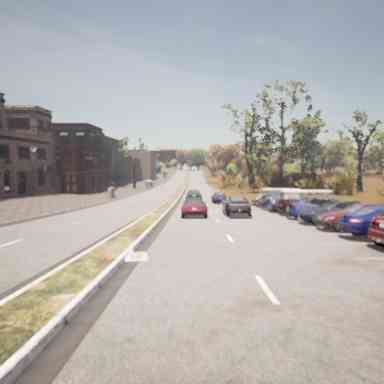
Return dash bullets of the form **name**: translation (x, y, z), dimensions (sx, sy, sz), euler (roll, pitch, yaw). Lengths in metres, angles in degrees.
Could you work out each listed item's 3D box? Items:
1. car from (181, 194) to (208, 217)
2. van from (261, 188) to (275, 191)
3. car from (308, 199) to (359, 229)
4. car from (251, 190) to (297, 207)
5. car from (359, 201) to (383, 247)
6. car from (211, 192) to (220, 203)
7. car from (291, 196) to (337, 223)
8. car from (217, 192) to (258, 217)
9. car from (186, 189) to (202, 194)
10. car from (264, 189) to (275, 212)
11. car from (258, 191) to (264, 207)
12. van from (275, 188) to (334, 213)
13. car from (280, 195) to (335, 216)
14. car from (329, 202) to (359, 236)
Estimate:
- **car**: translation (0.181, 1.129, 25.842), dimensions (1.994, 1.385, 4.181), euler (0, 1, 0)
- **van**: translation (8.786, 0.622, 33.725), dimensions (4.442, 1.987, 1.878), euler (0, 2, 0)
- **car**: translation (8.849, 1.265, 17.202), dimensions (4.674, 1.452, 2.002), euler (0, 1, 0)
- **car**: translation (8.942, 0.642, 36.478), dimensions (4.553, 1.767, 2.185), euler (0, 2, 0)
- **car**: translation (8.797, 1.198, 11.685), dimensions (4.553, 1.767, 2.185), euler (0, 1, 0)
- **car**: translation (3.494, 0.660, 42.384), dimensions (1.994, 1.385, 4.181), euler (0, 2, 0)
- **car**: translation (8.826, 1.202, 19.959), dimensions (4.792, 1.488, 2.163), euler (0, 1, 0)
- **car**: translation (3.438, 1.052, 26.091), dimensions (2.128, 1.511, 4.902), euler (0, 1, 0)
- **car**: translation (0.245, 0.424, 43.046), dimensions (2.097, 1.767, 4.553), euler (0, 2, 0)
- **car**: translation (8.853, 0.862, 28.344), dimensions (4.553, 1.767, 2.185), euler (0, 1, 0)
- **car**: translation (8.887, 0.922, 30.973), dimensions (4.892, 1.521, 2.231), euler (0, 1, 0)
- **van**: translation (8.991, 0.828, 25.457), dimensions (4.442, 1.987, 1.878), euler (0, 1, 0)
- **car**: translation (8.895, 1.143, 22.711), dimensions (4.792, 1.488, 2.163), euler (0, 1, 0)
- **car**: translation (8.834, 1.314, 14.448), dimensions (4.674, 1.452, 2.002), euler (0, 1, 0)
